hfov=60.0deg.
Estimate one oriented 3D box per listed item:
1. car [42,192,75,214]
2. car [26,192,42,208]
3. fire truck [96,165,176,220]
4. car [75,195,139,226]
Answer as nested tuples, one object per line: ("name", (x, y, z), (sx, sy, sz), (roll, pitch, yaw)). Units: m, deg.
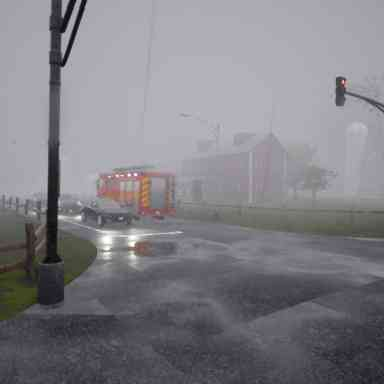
("car", (-11.129, 0.934, 28.832), (2.097, 1.767, 4.553), (1, 0, -35))
("car", (-17.117, 0.799, 37.280), (2.097, 1.767, 4.553), (1, 0, -35))
("fire truck", (-4.643, 0.072, 25.962), (2.891, 3.827, 8.468), (1, 0, -35))
("car", (-5.444, 1.189, 20.819), (1.882, 1.535, 5.008), (1, 0, -35))
